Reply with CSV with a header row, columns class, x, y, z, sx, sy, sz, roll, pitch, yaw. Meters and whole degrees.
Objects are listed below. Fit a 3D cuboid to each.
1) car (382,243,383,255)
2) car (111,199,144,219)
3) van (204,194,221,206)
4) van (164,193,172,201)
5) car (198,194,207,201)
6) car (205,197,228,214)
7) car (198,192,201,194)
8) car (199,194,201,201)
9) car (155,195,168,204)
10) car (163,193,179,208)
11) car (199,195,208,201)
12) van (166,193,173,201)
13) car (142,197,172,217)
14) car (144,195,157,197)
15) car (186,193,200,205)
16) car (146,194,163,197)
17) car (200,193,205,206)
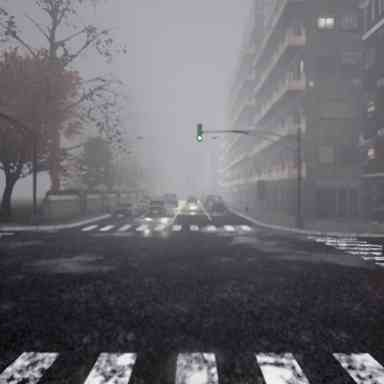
class,x,y,z,sx,sy,sz,roll,pitch,yaw
car,8.438,1.489,10.269,4.553,1.767,2.097,2,0,-12
car,-5.691,1.516,28.672,1.947,1.339,4.313,0,0,0
van,2.689,1.276,39.933,1.690,1.788,3.998,0,0,0
van,-5.697,1.254,79.344,1.690,1.788,3.998,0,0,0
car,2.683,1.353,84.974,1.967,1.590,4.097,0,0,0
car,2.689,1.487,34.303,1.887,1.381,4.507,0,0,0
car,2.686,1.230,68.084,2.192,1.841,5.009,0,0,0
car,2.686,1.472,56.824,2.008,1.369,4.403,0,0,0
car,-5.695,1.358,62.454,1.967,1.590,4.097,0,0,0
car,-3.084,1.151,47.384,2.150,2.045,5.566,0,0,0
car,2.683,1.457,79.344,1.887,1.381,4.507,0,0,0
van,-5.697,1.255,84.973,1.690,1.788,3.998,0,0,0
car,-3.102,1.451,30.461,1.837,1.490,4.892,0,0,0
car,-5.692,1.461,39.763,1.752,1.417,4.829,0,0,0
car,-0.006,1.398,57.388,1.882,1.535,5.008,0,0,0
car,-5.693,1.245,45.563,2.192,1.841,5.009,0,0,0
car,2.687,1.365,51.194,1.967,1.590,4.097,0,0,0
